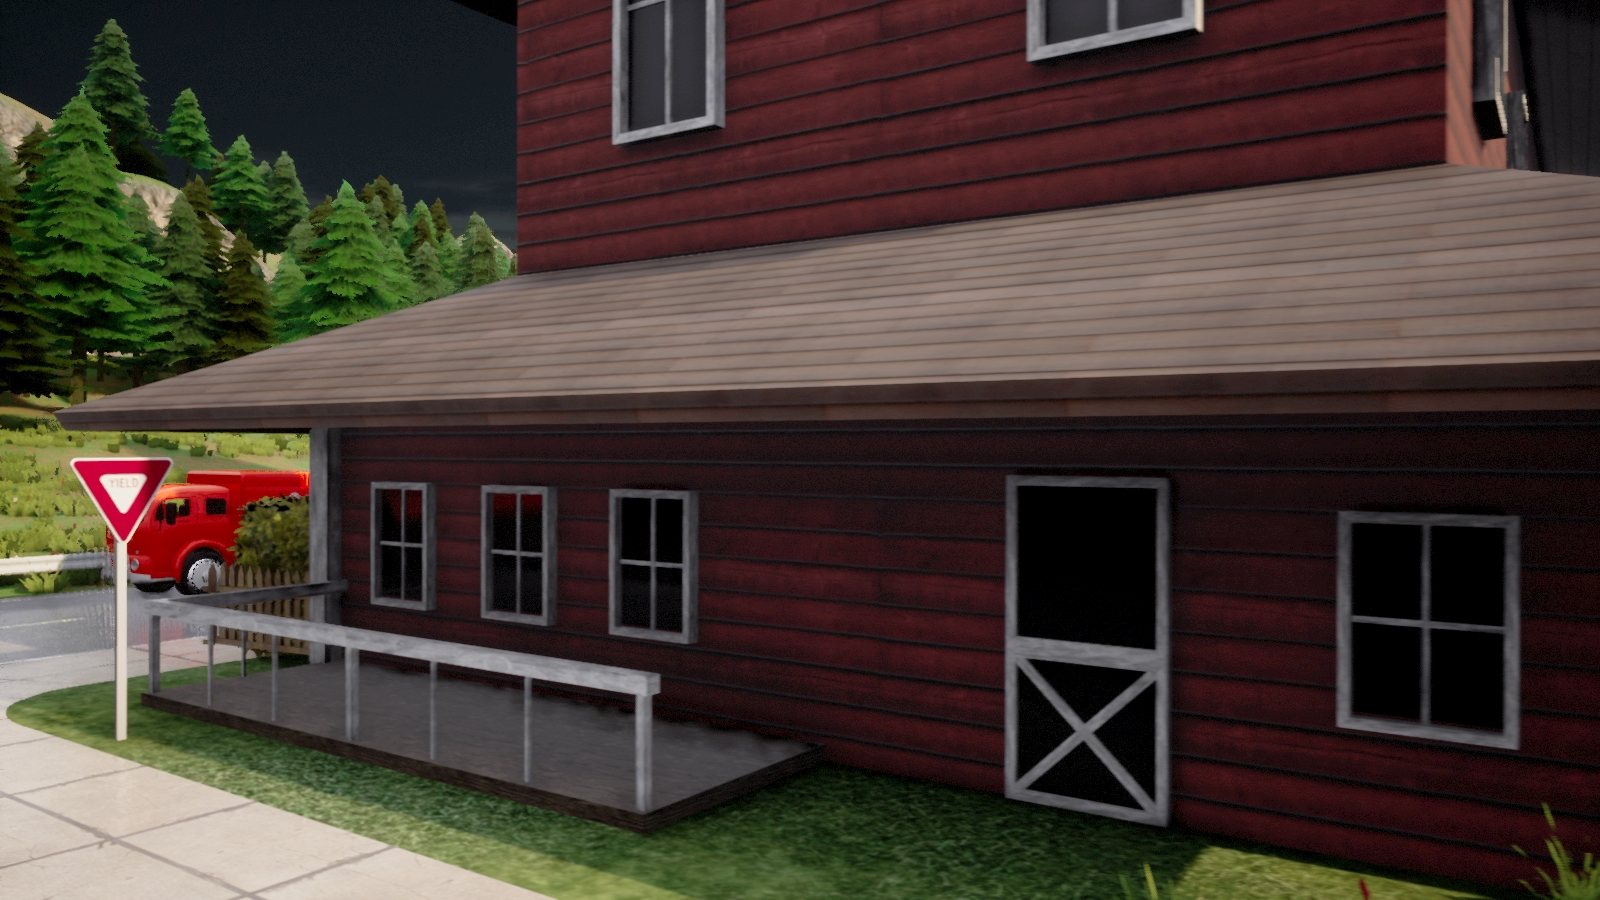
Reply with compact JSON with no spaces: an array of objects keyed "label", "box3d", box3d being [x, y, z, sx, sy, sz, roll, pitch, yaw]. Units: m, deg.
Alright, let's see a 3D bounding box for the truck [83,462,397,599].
[{"label":"truck","box3d":[-11.452,1.511,23.752,2.627,2.467,5.204,0,-1,35]}]
